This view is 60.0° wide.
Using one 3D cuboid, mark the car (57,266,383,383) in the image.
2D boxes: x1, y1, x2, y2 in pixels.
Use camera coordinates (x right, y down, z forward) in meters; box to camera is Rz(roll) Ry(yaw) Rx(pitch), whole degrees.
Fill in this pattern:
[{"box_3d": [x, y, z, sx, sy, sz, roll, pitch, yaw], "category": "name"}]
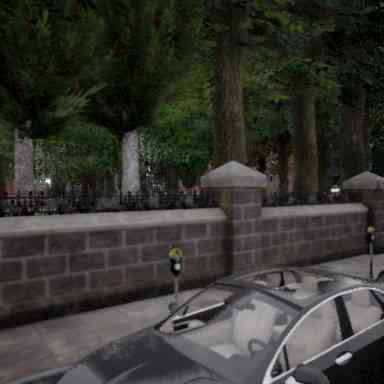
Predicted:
[{"box_3d": [0.838, 1.560, 3.416, 4.403, 1.369, 2.008, 0, -1, -35], "category": "car"}]
